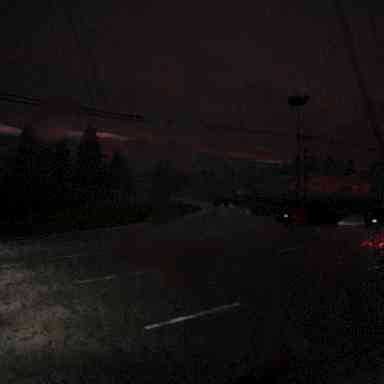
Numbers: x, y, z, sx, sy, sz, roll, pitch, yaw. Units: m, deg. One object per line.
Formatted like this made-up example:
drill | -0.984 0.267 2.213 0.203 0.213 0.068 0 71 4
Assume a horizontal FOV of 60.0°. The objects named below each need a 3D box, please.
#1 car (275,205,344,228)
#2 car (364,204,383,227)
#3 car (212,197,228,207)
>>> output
car | 7.921 1.548 22.293 5.357 1.411 2.033 0 0 -35
car | 13.119 1.506 21.701 4.892 1.490 1.837 0 0 -35
car | 4.181 1.507 49.732 1.837 1.490 4.892 1 0 -4
